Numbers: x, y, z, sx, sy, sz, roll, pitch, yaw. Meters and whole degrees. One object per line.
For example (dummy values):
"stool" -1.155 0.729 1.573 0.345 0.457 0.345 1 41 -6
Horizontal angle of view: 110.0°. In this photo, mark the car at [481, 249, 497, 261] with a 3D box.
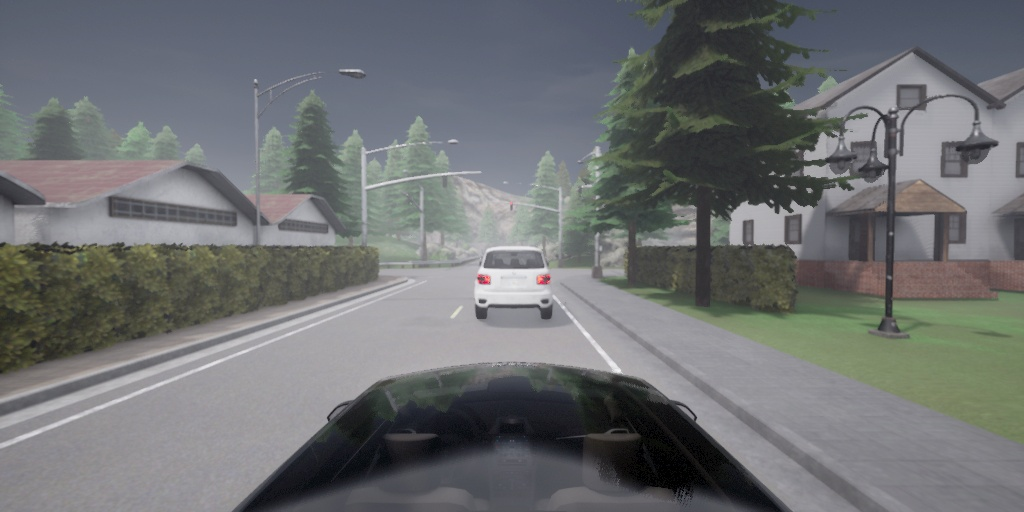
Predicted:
"car" -3.551 -0.139 56.154 2.097 1.767 4.553 0 1 0

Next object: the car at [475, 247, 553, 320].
"car" 0.066 0.737 11.757 2.150 2.045 5.566 0 1 0
